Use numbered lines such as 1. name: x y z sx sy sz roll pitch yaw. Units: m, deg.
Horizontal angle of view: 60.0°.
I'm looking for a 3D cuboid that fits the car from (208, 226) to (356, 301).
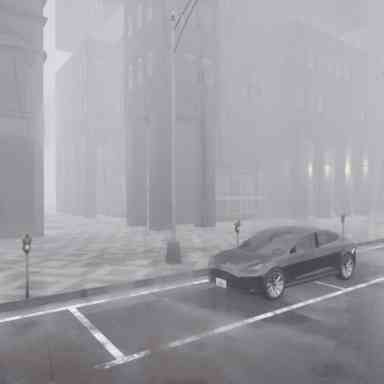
1. car: 2.397 1.566 8.345 4.313 1.339 1.947 0 0 -35
